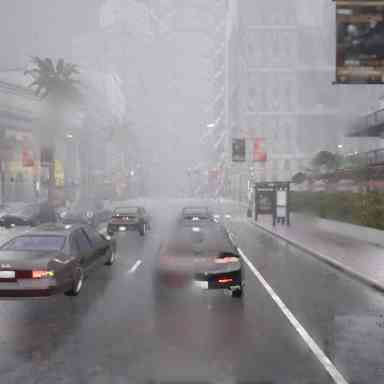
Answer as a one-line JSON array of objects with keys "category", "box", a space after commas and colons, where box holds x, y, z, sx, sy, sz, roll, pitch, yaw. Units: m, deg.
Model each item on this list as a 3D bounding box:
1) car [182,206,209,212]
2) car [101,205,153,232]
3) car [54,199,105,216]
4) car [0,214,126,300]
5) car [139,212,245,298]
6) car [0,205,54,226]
[{"category": "car", "box": [0.180, 1.500, 17.935, 1.837, 1.490, 4.892, 0, 0, 0]}, {"category": "car", "box": [-3.316, 1.499, 18.315, 1.837, 1.490, 4.892, 0, 0, 0]}, {"category": "car", "box": [-6.914, 1.345, 21.870, 2.097, 1.767, 4.553, 0, 0, 1]}, {"category": "car", "box": [-3.359, 1.545, 8.571, 2.033, 1.411, 5.357, 0, 0, 0]}, {"category": "car", "box": [0.148, 1.489, 8.518, 2.128, 1.511, 4.902, 0, 0, 0]}, {"category": "car", "box": [-10.411, 1.541, 22.039, 2.033, 1.411, 5.357, 0, 0, 1]}]
